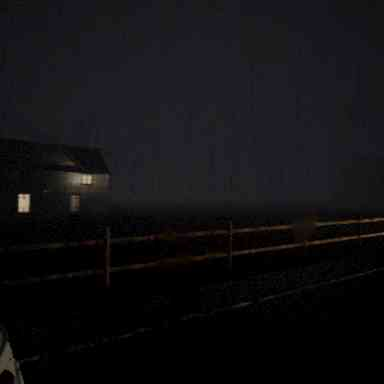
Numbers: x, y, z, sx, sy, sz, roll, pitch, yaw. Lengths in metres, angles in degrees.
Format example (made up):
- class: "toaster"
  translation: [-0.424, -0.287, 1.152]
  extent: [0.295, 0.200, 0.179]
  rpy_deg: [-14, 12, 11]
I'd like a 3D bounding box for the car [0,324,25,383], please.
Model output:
- class: "car"
  translation: [-3.392, 1.508, 1.560]
  extent: [4.674, 1.442, 1.812]
  rpy_deg: [1, 0, -35]
